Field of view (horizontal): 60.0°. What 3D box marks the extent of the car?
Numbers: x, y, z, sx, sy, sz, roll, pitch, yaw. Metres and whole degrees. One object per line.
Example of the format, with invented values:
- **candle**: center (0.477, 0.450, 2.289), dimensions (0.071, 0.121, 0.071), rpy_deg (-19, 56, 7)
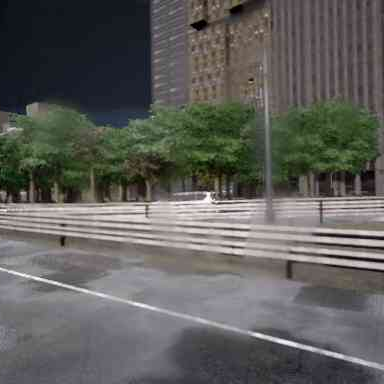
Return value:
- **car**: center (-0.801, 1.049, 24.976), dimensions (5.566, 2.045, 2.150), rpy_deg (-2, -1, 5)
